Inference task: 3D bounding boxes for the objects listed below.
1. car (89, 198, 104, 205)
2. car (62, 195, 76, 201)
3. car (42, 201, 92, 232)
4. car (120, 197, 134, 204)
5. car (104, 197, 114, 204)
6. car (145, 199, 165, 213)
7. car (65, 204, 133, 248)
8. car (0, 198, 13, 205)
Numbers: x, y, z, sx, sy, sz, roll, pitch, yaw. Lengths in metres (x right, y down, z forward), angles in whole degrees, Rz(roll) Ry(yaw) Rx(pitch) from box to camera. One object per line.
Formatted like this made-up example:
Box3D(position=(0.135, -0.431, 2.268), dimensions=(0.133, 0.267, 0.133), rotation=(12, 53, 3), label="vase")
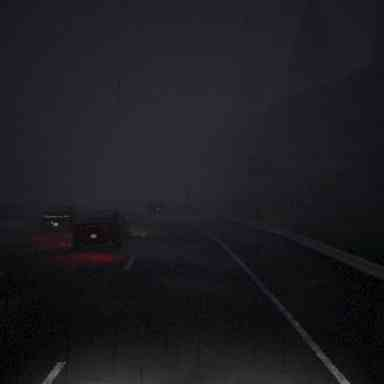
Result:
Box3D(position=(-17.272, 1.871, 58.762), dimensions=(1.895, 1.301, 4.718), rotation=(-1, 0, -23), label="car")
Box3D(position=(-23.069, 1.579, 62.361), dimensions=(2.150, 2.045, 5.566), rotation=(0, 0, -24), label="car")
Box3D(position=(-8.114, 1.617, 21.345), dimensions=(2.128, 1.511, 4.902), rotation=(-1, 0, -8), label="car")
Box3D(position=(-12.643, 1.680, 64.379), dimensions=(1.882, 1.535, 5.008), rotation=(0, 0, -23), label="car")
Box3D(position=(-16.207, 1.760, 63.768), dimensions=(1.837, 1.490, 4.892), rotation=(0, 0, -24), label="car")
Box3D(position=(-4.336, 1.578, 38.781), dimensions=(1.837, 1.490, 4.892), rotation=(0, 0, -14), label="car")
Box3D(position=(-3.967, 1.540, 15.202), dimensions=(1.882, 1.535, 5.008), rotation=(-1, 0, -5), label="car")
Box3D(position=(-35.823, 2.040, 64.413), dimensions=(1.837, 1.490, 4.892), rotation=(-1, 0, -25), label="car")
